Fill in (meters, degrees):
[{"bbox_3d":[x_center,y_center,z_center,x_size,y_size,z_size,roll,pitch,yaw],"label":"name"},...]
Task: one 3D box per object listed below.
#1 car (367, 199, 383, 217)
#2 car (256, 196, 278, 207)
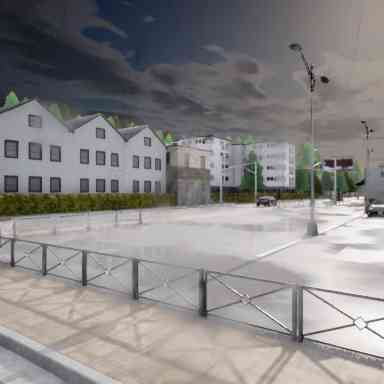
[{"bbox_3d":[15.421,1.298,26.811,2.007,1.523,4.514,0,0,35],"label":"car"},{"bbox_3d":[10.673,1.313,47.132,1.837,1.490,4.892,0,0,32],"label":"car"}]
